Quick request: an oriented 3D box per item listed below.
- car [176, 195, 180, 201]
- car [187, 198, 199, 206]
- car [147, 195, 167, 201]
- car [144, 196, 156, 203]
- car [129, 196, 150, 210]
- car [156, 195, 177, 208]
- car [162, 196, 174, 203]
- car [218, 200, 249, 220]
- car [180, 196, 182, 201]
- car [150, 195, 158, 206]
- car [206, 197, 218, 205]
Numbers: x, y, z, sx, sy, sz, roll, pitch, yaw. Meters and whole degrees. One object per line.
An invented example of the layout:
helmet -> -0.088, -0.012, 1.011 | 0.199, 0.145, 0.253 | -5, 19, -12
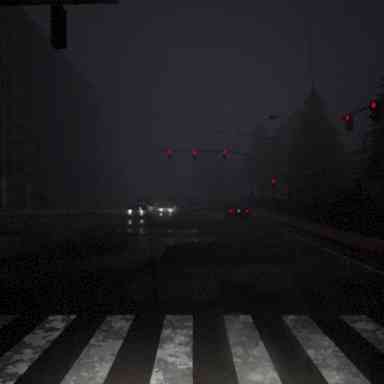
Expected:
car -> -3.542, 1.539, 55.667 | 2.033, 1.411, 5.357 | 0, 0, 0
car -> 0.150, 1.593, 54.485 | 1.895, 1.301, 4.718 | 0, 0, 0
car -> -8.755, 1.528, 82.856 | 2.033, 1.411, 5.357 | 0, 0, -41
car -> -8.481, 1.516, 67.410 | 1.812, 1.442, 4.674 | 0, 0, -15
car -> -7.021, 1.519, 43.755 | 1.812, 1.442, 4.674 | 0, 0, 0
car -> -3.515, 1.557, 46.483 | 1.994, 1.385, 4.181 | 0, 0, 0
car -> -4.978, 1.516, 67.921 | 1.812, 1.442, 4.674 | 0, 0, -14
car -> 3.638, 1.543, 28.373 | 2.033, 1.411, 5.357 | 0, 0, 0
car -> -4.393, 1.488, 82.844 | 1.837, 1.490, 4.892 | 0, 0, -37
car -> -7.072, 1.470, 53.015 | 1.882, 1.535, 5.008 | 0, 0, -1
car -> 3.575, 1.517, 57.045 | 1.812, 1.442, 4.674 | 0, 0, -2
